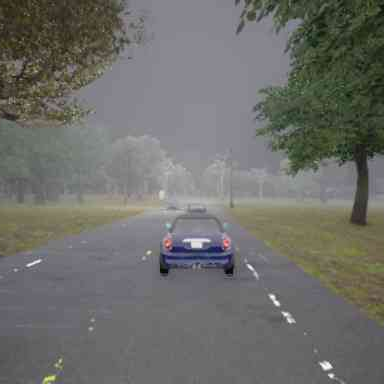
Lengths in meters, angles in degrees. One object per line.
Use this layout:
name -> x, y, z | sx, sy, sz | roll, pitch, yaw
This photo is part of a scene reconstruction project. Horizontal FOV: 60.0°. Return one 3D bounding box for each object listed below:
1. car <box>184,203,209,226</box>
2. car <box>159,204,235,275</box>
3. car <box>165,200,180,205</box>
car -> 0.407, 1.727, 26.584 | 1.837, 1.490, 4.892 | 0, 0, 1
car -> 0.154, 1.443, 10.991 | 2.097, 1.767, 4.553 | 0, 0, 1
car -> -2.720, 1.910, 47.511 | 1.837, 1.490, 4.892 | 0, 0, 1
